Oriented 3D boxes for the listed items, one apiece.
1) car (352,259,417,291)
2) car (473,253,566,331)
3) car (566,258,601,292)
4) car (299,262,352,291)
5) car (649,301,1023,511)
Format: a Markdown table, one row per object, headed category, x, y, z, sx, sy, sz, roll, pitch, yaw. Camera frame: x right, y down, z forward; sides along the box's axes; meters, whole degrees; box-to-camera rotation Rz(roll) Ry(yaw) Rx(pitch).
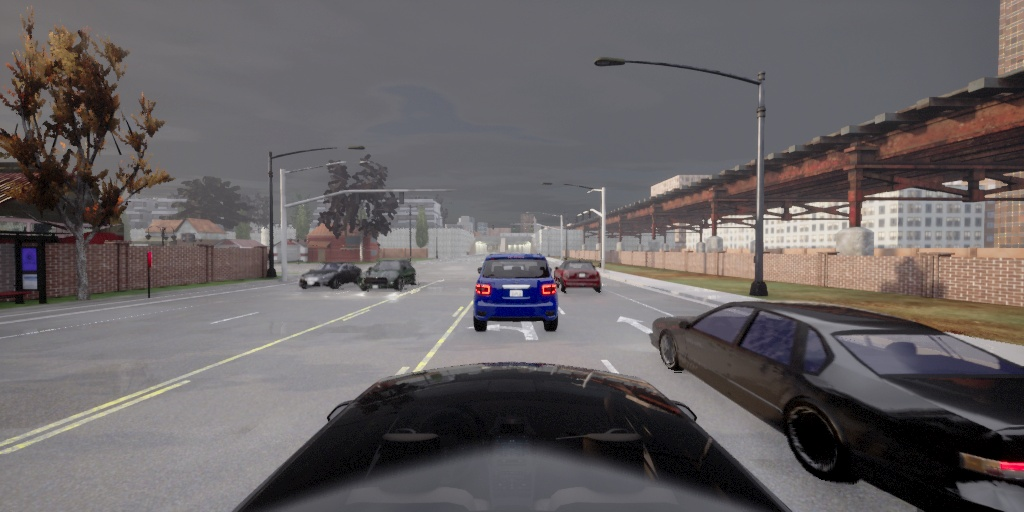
| category | x | y | z | sx | sy | sz | roll | pitch | yaw |
| --- | --- | --- | --- | --- | --- | --- | --- | --- | --- |
| car | -7.067 | 0.996 | 20.826 | 2.097 | 1.767 | 4.553 | 0 | 0 | 0 |
| car | 0.089 | 0.940 | 10.992 | 2.150 | 2.045 | 5.566 | 0 | 0 | 0 |
| car | 3.577 | 1.005 | 20.450 | 2.097 | 1.767 | 4.553 | 0 | 0 | 0 |
| car | -10.563 | 1.137 | 21.318 | 2.128 | 1.511 | 4.902 | 0 | 0 | 0 |
| car | 3.604 | 1.292 | 4.576 | 2.033 | 1.411 | 5.357 | 0 | 0 | 0 |
